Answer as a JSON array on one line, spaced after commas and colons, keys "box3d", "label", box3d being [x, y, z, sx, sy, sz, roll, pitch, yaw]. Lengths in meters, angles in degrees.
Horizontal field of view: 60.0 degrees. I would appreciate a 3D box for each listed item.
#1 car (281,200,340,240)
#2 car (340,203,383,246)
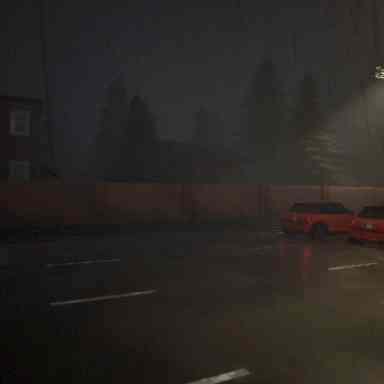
[{"box3d": [6.758, 1.289, 16.543, 4.553, 1.767, 2.097, 0, 1, -25], "label": "car"}, {"box3d": [8.656, 1.336, 13.571, 4.553, 1.767, 2.097, 0, 1, -25], "label": "car"}]
